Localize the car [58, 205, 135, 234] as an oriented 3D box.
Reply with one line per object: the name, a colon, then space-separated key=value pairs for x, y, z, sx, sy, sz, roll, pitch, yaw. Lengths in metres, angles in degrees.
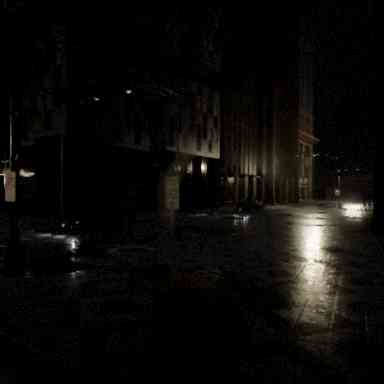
car: x=-5.570 y=1.558 z=19.937 sx=1.837 sy=1.490 sz=4.892 roll=1 pitch=0 yaw=35

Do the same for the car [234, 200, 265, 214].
car: x=6.471 y=1.613 z=37.011 sx=2.128 sy=1.511 sz=4.902 roll=1 pitch=0 yaw=35
